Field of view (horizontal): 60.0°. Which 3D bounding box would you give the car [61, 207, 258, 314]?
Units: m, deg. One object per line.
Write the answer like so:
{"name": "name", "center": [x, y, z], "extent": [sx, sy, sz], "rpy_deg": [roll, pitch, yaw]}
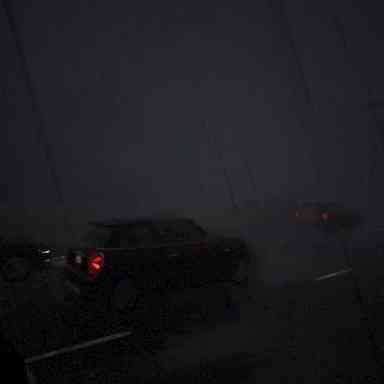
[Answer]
{"name": "car", "center": [-0.550, 1.355, 7.862], "extent": [4.553, 1.767, 2.097], "rpy_deg": [0, 0, -37]}

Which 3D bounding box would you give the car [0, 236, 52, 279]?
{"name": "car", "center": [-6.065, 1.516, 8.119], "extent": [4.892, 1.490, 1.837], "rpy_deg": [0, 0, -36]}

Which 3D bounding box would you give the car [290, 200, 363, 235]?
{"name": "car", "center": [8.004, 1.343, 19.196], "extent": [4.553, 1.767, 2.097], "rpy_deg": [0, 0, -40]}

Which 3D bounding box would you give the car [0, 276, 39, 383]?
{"name": "car", "center": [-3.238, 1.607, 1.520], "extent": [4.718, 1.301, 1.895], "rpy_deg": [0, 0, -35]}

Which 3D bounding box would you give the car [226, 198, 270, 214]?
{"name": "car", "center": [6.118, 1.475, 36.134], "extent": [5.008, 1.535, 1.882], "rpy_deg": [0, 0, -40]}

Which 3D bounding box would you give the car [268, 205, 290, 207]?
{"name": "car", "center": [8.927, 1.345, 33.925], "extent": [4.553, 1.767, 2.097], "rpy_deg": [0, 0, -40]}
